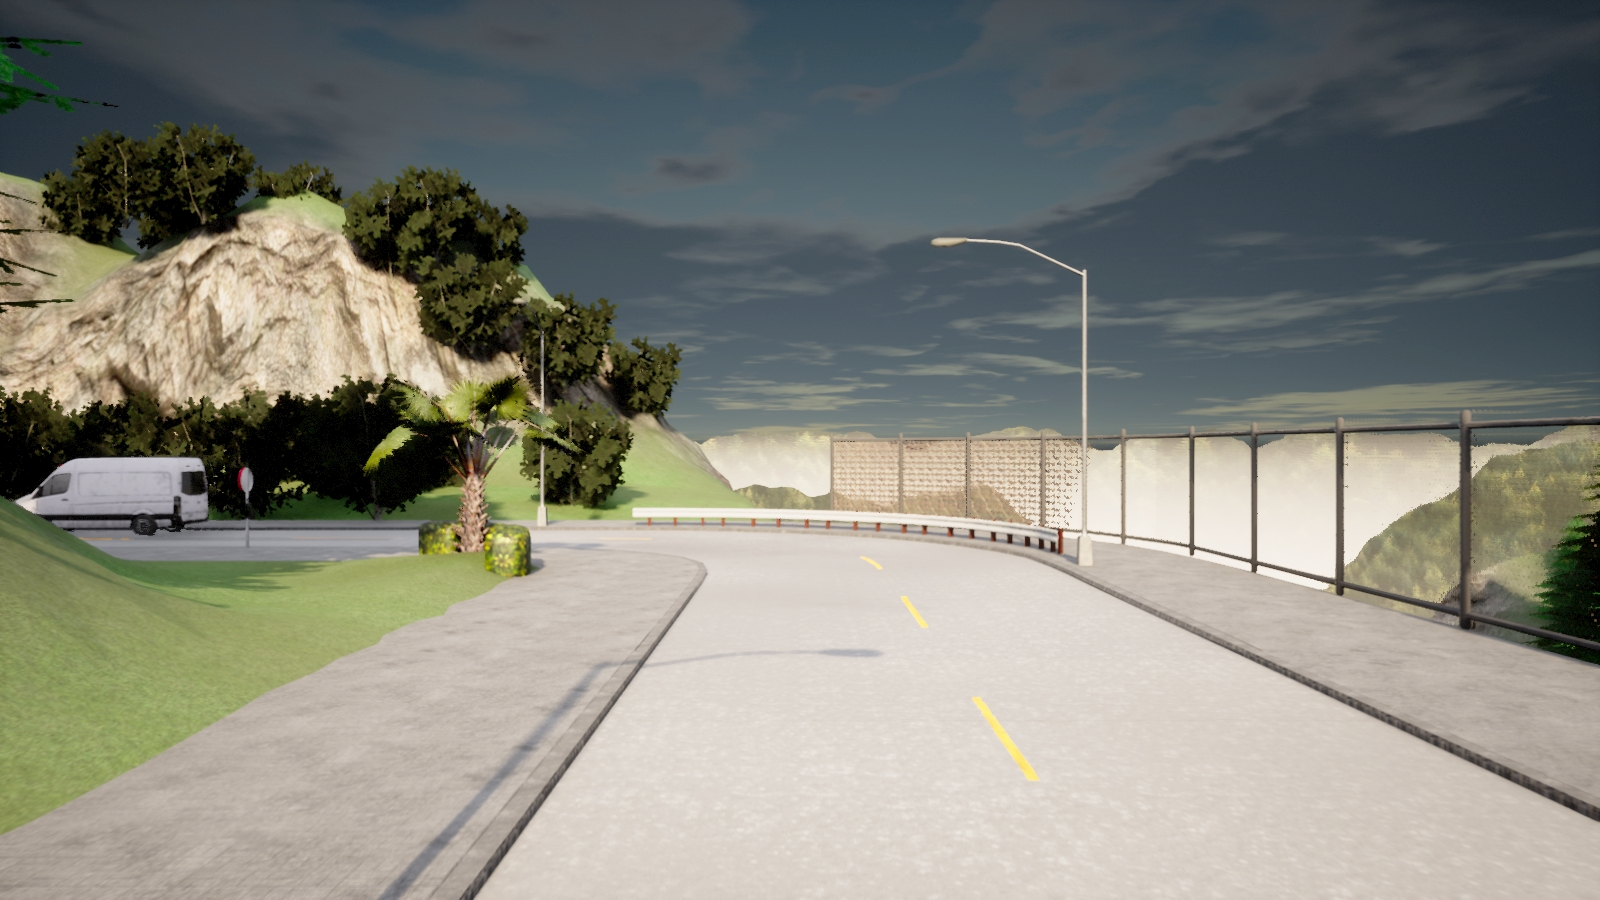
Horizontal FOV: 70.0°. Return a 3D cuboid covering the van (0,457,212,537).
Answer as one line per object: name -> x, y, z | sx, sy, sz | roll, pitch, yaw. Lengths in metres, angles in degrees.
van -> -22.969, 1.533, 37.895 | 5.915, 2.561, 1.988 | 0, 0, 0
